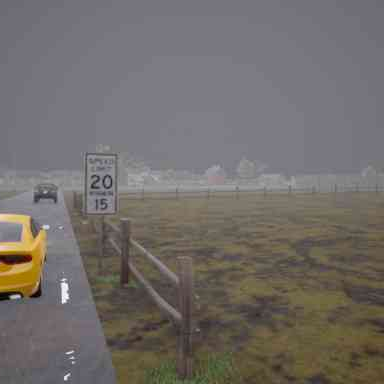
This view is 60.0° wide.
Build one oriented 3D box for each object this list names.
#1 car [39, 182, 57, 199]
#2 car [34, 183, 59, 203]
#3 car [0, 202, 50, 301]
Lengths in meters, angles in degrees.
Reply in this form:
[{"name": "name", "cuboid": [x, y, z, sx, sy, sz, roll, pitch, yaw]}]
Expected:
[{"name": "car", "cuboid": [-19.336, -0.256, 44.862, 2.150, 2.045, 5.566, 0, 2, -22]}, {"name": "car", "cuboid": [-15.424, 0.054, 35.221, 2.150, 2.045, 5.566, 0, 2, -21]}, {"name": "car", "cuboid": [-4.363, 1.231, 7.527, 1.882, 1.535, 5.008, 0, 2, -22]}]
